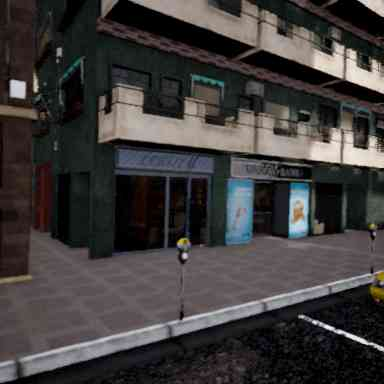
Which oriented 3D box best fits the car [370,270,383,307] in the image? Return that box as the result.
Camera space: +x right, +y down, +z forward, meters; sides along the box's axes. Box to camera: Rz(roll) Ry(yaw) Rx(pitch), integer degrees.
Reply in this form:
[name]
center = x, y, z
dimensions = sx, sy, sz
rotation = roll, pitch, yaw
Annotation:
[car]
center = 5.434, 1.542, 6.673
dimensions = 4.829, 1.417, 1.752
rotation = 1, 1, -34
